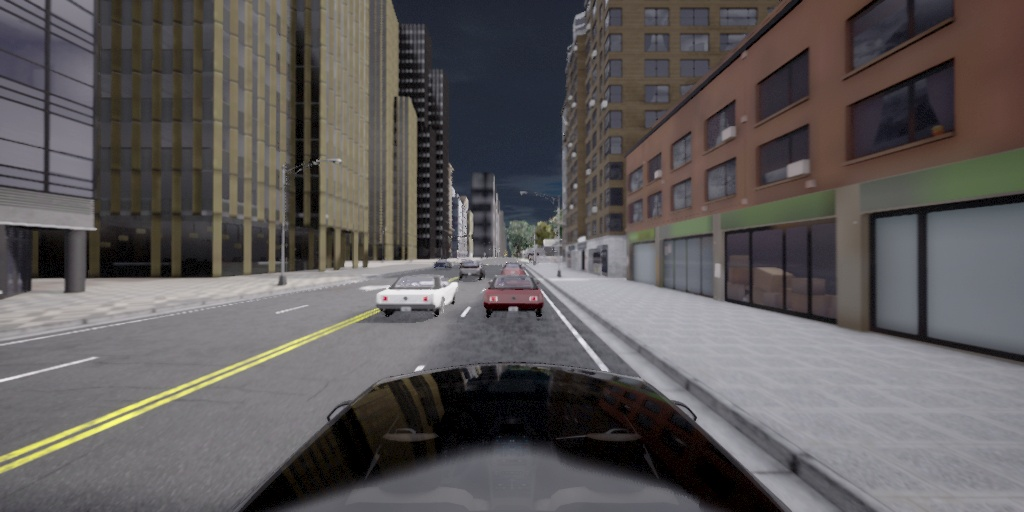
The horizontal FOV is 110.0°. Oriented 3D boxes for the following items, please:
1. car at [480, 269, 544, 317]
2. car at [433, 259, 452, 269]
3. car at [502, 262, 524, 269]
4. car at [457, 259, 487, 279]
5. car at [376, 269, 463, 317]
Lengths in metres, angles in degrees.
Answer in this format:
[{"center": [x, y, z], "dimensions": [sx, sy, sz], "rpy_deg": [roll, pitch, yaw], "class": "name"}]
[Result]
[{"center": [0.062, 1.320, 13.071], "dimensions": [1.895, 1.301, 4.718], "rpy_deg": [0, 0, 0], "class": "car"}, {"center": [-9.830, 1.143, 51.189], "dimensions": [2.033, 1.411, 5.357], "rpy_deg": [0, 0, 0], "class": "car"}, {"center": [0.071, 1.232, 30.676], "dimensions": [1.994, 1.385, 4.181], "rpy_deg": [0, 0, 0], "class": "car"}, {"center": [-3.181, 1.163, 29.555], "dimensions": [2.128, 1.511, 4.902], "rpy_deg": [0, 0, 0], "class": "car"}, {"center": [-3.188, 1.320, 13.078], "dimensions": [1.895, 1.301, 4.718], "rpy_deg": [0, 0, 0], "class": "car"}]
